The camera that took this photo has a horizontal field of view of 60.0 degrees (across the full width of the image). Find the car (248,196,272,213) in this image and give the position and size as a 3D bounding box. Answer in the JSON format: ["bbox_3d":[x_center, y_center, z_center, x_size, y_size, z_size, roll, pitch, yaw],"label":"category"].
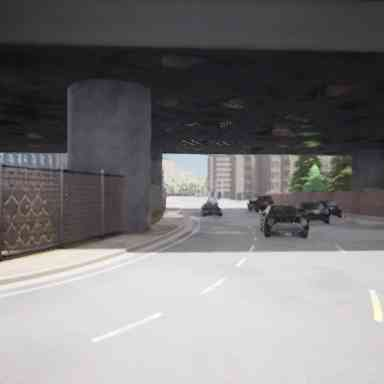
[{"bbox_3d":[8.588,1.492,41.831,2.150,2.045,5.566,0,0,-3],"label":"car"}]

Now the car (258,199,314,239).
[{"bbox_3d":[4.953,1.469,18.230,2.097,1.767,4.553,0,0,8],"label":"car"}]

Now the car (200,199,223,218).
[{"bbox_3d":[1.877,1.769,33.588,2.033,1.411,5.357,0,0,-3],"label":"car"}]

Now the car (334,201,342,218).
[{"bbox_3d":[12.554,1.554,32.286,2.097,1.767,4.553,0,0,-2],"label":"car"}]

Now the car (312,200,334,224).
[{"bbox_3d":[9.206,1.524,26.635,2.097,1.767,4.553,0,0,1],"label":"car"}]
